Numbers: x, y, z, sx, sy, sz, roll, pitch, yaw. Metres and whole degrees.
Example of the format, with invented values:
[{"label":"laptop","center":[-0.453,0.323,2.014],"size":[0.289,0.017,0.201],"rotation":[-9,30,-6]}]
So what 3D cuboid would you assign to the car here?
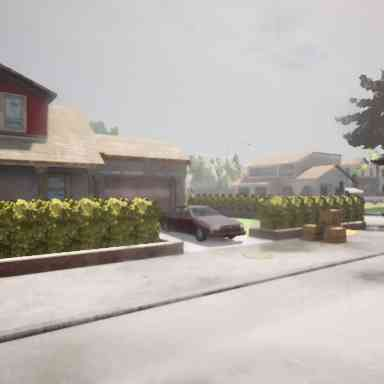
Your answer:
[{"label":"car","center":[0.137,1.352,15.506],"size":[2.033,1.415,5.357],"rotation":[0,0,-33]}]
